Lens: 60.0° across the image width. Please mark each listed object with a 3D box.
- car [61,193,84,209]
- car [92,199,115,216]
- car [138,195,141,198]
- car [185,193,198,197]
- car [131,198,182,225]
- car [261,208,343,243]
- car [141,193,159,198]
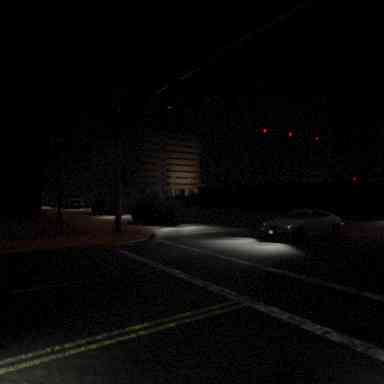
[{"bbox_3d":[-16.649,1.209,46.092,2.150,2.045,5.566,0,1,-32],"label":"car"},{"bbox_3d":[-8.643,1.475,33.549,1.882,1.535,5.008,0,0,-33],"label":"car"},{"bbox_3d":[-11.359,1.144,83.926,4.605,1.855,1.932,0,0,-34],"label":"car"},{"bbox_3d":[1.246,1.147,65.267,3.866,1.878,1.905,0,0,-34],"label":"car"},{"bbox_3d":[-2.887,1.475,24.489,1.882,1.535,5.008,0,0,-31],"label":"car"},{"bbox_3d":[5.496,1.522,16.271,4.674,1.442,1.812,0,0,-33],"label":"car"},{"bbox_3d":[-9.782,1.147,81.499,3.866,1.878,1.905,0,0,-34],"label":"car"}]
